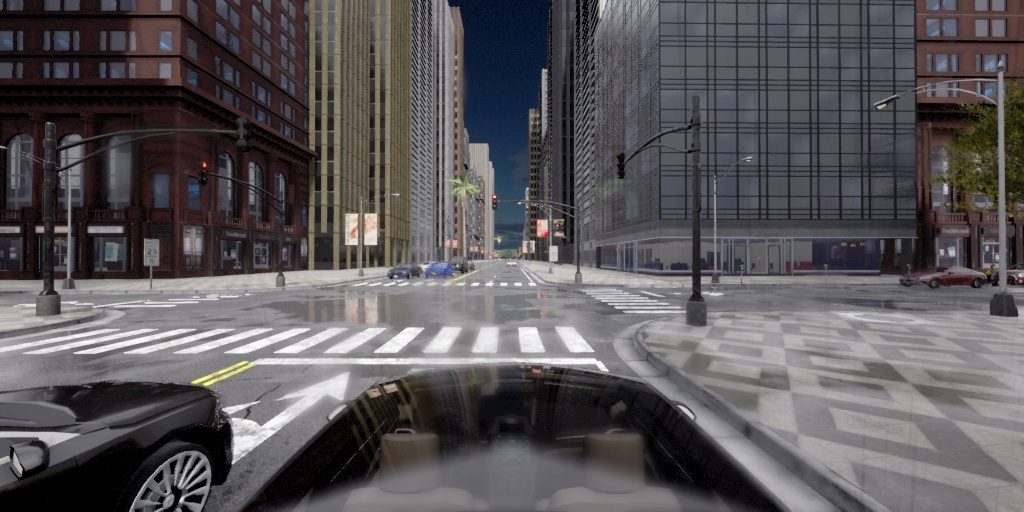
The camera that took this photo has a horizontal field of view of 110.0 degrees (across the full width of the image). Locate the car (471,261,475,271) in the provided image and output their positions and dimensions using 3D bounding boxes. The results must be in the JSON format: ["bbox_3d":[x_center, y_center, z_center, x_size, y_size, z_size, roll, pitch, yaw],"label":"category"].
[{"bbox_3d":[-6.657,1.411,53.946,1.812,1.442,4.674,0,0,0],"label":"car"}]

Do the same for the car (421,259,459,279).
[{"bbox_3d":[-6.643,1.291,33.548,1.882,1.535,5.008,0,0,2],"label":"car"}]

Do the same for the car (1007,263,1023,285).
[{"bbox_3d":[32.073,1.117,22.090,4.097,1.591,1.967,0,0,-1],"label":"car"}]

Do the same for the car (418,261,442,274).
[{"bbox_3d":[-9.913,1.371,43.705,1.812,1.442,4.674,0,0,0],"label":"car"}]

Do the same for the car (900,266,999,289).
[{"bbox_3d":[26.435,1.275,21.994,4.207,1.307,1.802,0,0,-1],"label":"car"}]

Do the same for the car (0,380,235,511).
[{"bbox_3d":[-3.138,1.241,0.908,2.128,1.511,4.902,0,0,-1],"label":"car"}]

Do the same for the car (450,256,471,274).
[{"bbox_3d":[-6.659,1.067,43.656,2.150,2.045,5.566,0,0,0],"label":"car"}]

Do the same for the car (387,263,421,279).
[{"bbox_3d":[-9.863,1.361,33.518,2.033,1.411,5.357,0,0,3],"label":"car"}]
